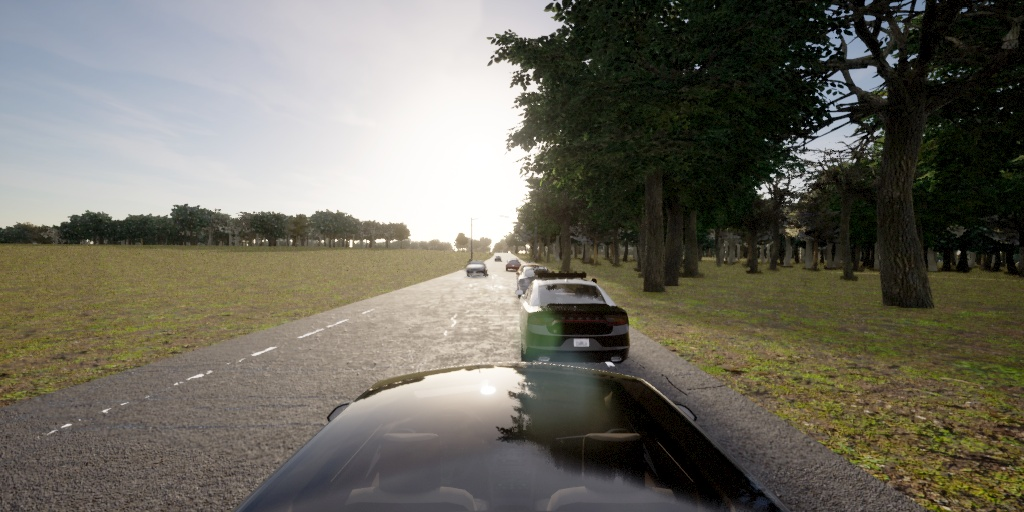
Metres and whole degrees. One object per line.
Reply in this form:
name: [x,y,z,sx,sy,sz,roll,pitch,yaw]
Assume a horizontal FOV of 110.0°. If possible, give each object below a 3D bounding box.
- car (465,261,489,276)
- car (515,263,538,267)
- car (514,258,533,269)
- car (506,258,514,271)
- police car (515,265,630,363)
car: [-3.410,1.175,35.130,1.812,1.442,4.674,0,0,0]
car: [1.188,1.247,18.167,1.812,1.442,4.674,0,0,0]
car: [1.216,1.155,24.360,1.801,1.575,5.366,0,0,0]
car: [0.209,1.151,46.562,1.994,1.385,4.181,0,0,2]
police car: [1.121,1.168,8.271,1.930,1.638,5.238,0,0,0]
